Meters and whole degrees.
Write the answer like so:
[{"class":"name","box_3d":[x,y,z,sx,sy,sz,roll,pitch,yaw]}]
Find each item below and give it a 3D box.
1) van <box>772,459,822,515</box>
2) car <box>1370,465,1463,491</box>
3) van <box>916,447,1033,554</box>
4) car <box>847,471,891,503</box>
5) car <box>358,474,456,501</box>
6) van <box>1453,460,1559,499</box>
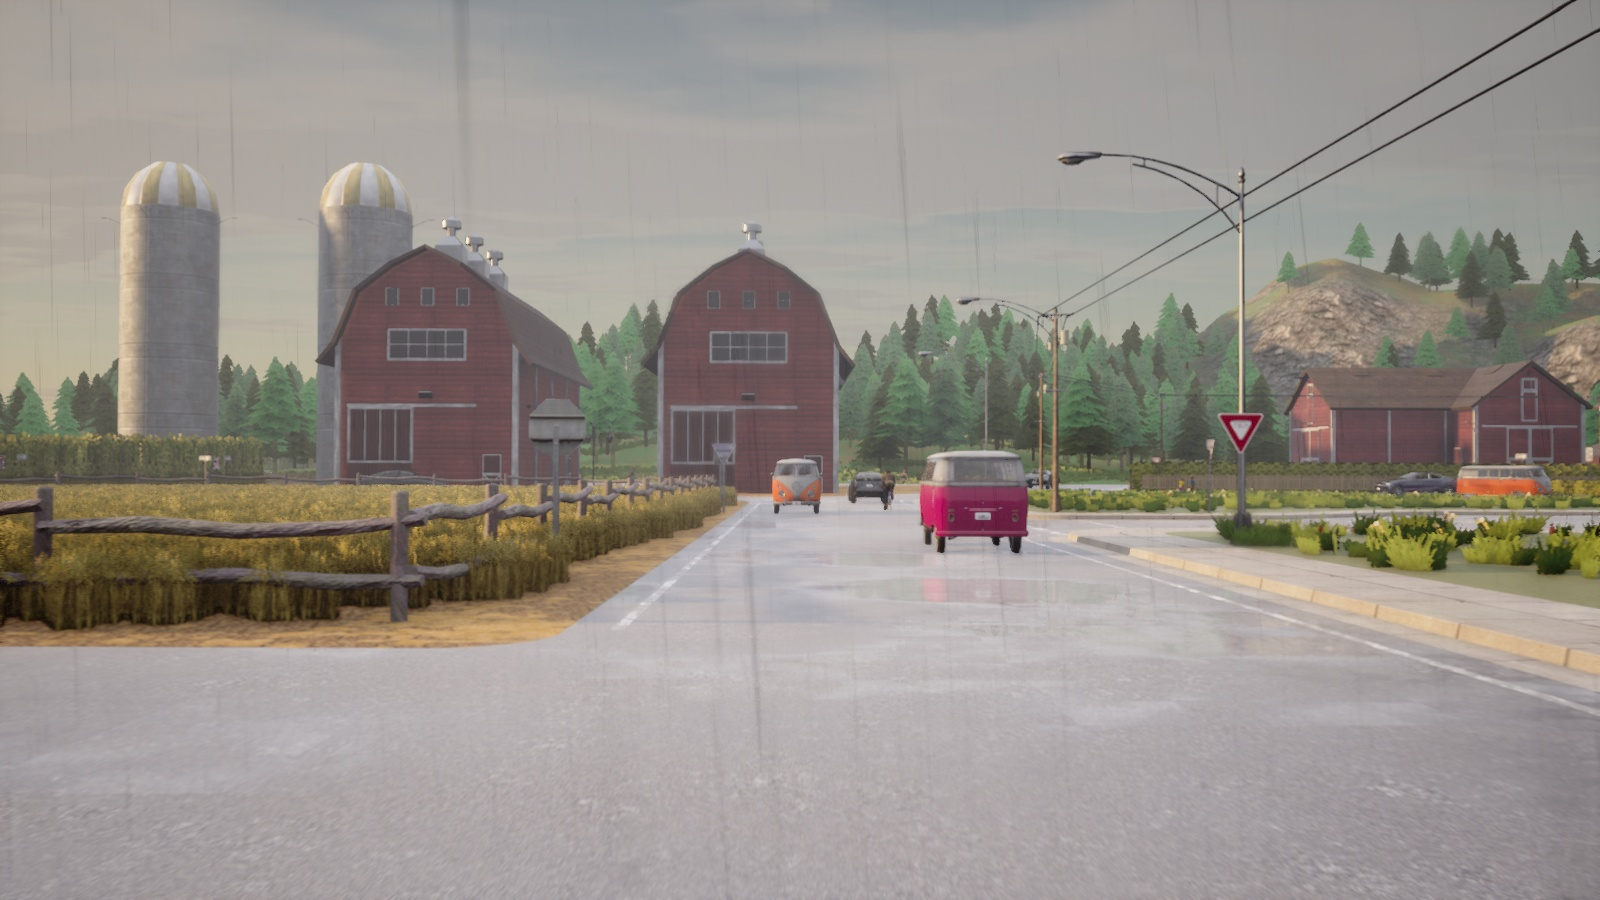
[{"class":"van","box_3d":[-0.113,1.350,46.787,1.775,1.987,4.442,0,-1,0]},{"class":"car","box_3d":[40.293,1.806,82.154,5.027,1.651,2.152,0,-1,0]},{"class":"van","box_3d":[3.453,0.981,25.592,1.775,1.987,4.442,0,-1,1]},{"class":"car","box_3d":[3.399,1.792,62.387,2.007,1.525,4.514,0,-1,1]},{"class":"car","box_3d":[-21.922,2.081,70.176,4.892,1.490,1.837,0,-1,-3]},{"class":"van","box_3d":[36.601,1.512,65.223,1.775,1.987,4.442,0,-1,-33]}]
